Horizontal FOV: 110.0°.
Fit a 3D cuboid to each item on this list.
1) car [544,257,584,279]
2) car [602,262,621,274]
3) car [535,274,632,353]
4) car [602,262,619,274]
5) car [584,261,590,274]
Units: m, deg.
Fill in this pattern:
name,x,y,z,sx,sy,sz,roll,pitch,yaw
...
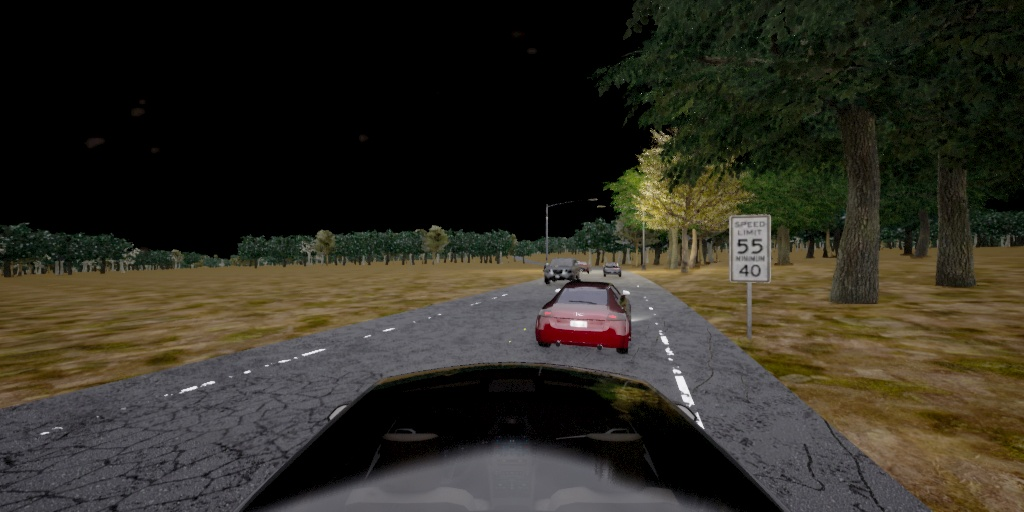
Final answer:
name,x,y,z,sx,sy,sz,roll,pitch,yaw
car,3.968,1.113,27.641,2.150,2.045,5.566,0,-1,17
car,11.093,1.519,39.657,2.128,1.511,4.902,0,-1,15
car,1.960,1.326,9.031,1.994,1.385,4.181,0,0,18
car,13.612,1.629,49.765,2.128,1.511,4.902,0,-1,14
car,8.520,1.342,43.788,1.882,1.535,5.008,0,-1,14
